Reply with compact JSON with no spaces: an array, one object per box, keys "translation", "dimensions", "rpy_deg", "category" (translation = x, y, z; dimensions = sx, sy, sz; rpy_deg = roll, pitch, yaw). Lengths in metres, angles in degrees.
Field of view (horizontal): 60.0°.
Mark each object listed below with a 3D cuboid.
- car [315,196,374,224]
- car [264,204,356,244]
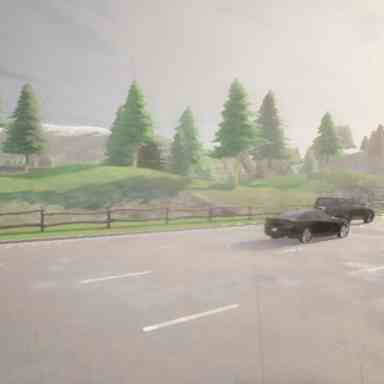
[{"translation":[11.207,1.345,24.627],"dimensions":[5.566,2.045,2.150],"rpy_deg":[1,0,-35],"category":"car"},{"translation":[5.734,1.553,16.426],"dimensions":[5.008,1.535,1.882],"rpy_deg":[0,0,-35],"category":"car"}]
